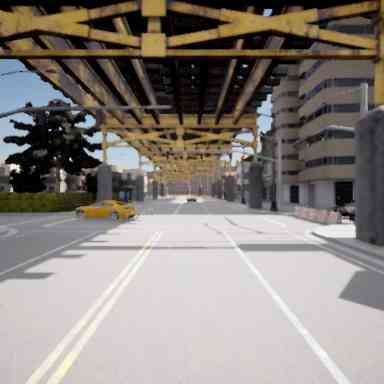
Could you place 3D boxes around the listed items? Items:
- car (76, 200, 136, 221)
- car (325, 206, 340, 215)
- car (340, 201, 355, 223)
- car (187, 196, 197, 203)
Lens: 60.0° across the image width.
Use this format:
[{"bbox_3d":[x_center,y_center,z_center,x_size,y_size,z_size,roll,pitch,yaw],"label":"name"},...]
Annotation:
[{"bbox_3d":[-6.976,1.432,26.714,5.008,1.535,1.882,0,-1,20],"label":"car"},{"bbox_3d":[13.624,1.241,27.381,4.536,1.218,1.853,0,0,25],"label":"car"},{"bbox_3d":[13.252,1.406,23.244,4.974,1.542,2.038,0,0,-20],"label":"car"},{"bbox_3d":[-0.026,1.486,65.277,1.895,1.301,4.718,0,0,0],"label":"car"}]
